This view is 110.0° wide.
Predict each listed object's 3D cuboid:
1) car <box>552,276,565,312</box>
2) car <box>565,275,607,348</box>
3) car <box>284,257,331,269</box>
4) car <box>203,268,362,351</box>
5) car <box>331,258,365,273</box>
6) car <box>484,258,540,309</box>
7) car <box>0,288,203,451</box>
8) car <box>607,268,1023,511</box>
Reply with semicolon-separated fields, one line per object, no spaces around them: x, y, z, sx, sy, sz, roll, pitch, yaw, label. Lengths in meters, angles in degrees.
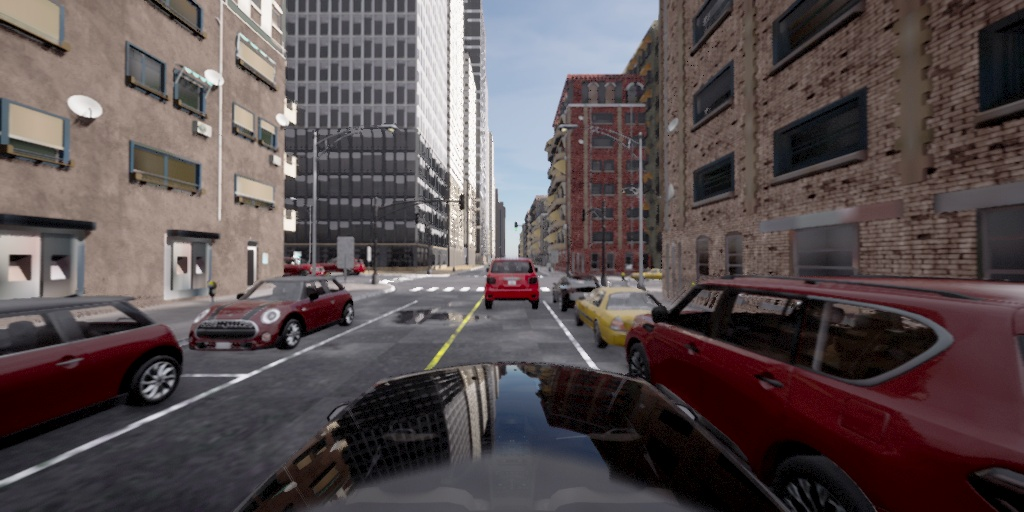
2.689;1.439;14.736;1.948;1.339;4.313;0;0;0;car
2.689;1.344;9.223;1.751;1.417;4.829;0;0;0;car
-17.577;1.011;28.402;5.009;1.841;2.192;0;0;0;car
-5.691;1.259;9.051;1.967;1.591;4.097;0;0;0;car
-17.712;1.110;36.780;5.009;1.841;2.192;0;0;0;car
0.000;1.101;15.870;2.150;2.045;5.566;0;0;0;car
-5.691;1.205;3.369;1.967;1.591;4.097;0;0;0;car
2.689;1.080;3.371;2.192;1.841;5.009;0;0;0;car
